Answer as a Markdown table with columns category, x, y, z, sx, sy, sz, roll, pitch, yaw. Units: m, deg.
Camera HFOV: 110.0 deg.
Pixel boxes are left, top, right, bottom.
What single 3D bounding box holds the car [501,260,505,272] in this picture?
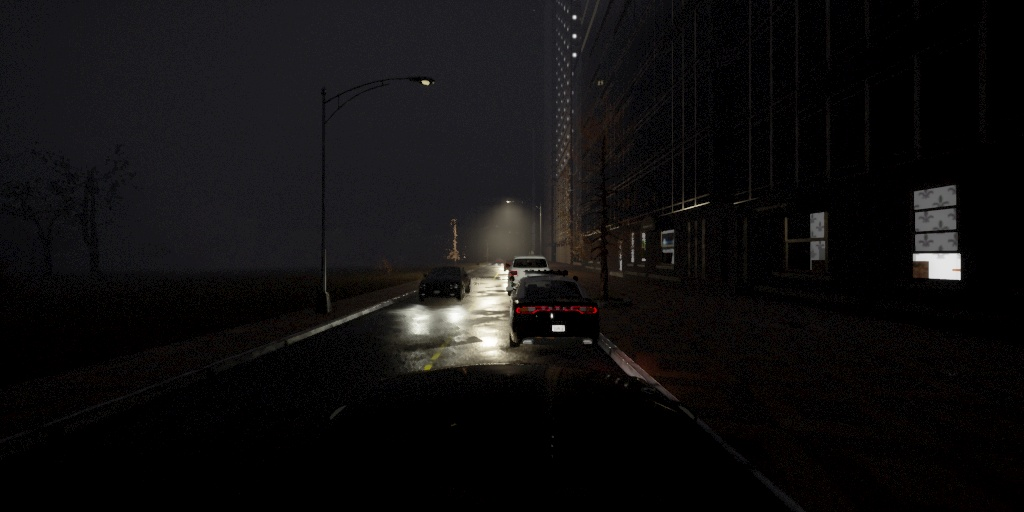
| category | x | y | z | sx | sy | sz | roll | pitch | yaw |
| --- | --- | --- | --- | --- | --- | --- | --- | --- | --- |
| car | -0.085 | 1.226 | 47.546 | 1.882 | 1.535 | 5.008 | 0 | 0 | 0 |

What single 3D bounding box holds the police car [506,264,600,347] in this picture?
| category | x | y | z | sx | sy | sz | roll | pitch | yaw |
| --- | --- | --- | --- | --- | --- | --- | --- | --- | --- |
| police car | 0.881 | 1.175 | 9.430 | 1.930 | 1.638 | 5.238 | 0 | 0 | 0 |

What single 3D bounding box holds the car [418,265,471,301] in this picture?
| category | x | y | z | sx | sy | sz | roll | pitch | yaw |
| --- | --- | --- | --- | --- | --- | --- | --- | --- | --- |
| car | -3.137 | 1.227 | 17.450 | 1.882 | 1.535 | 5.008 | 0 | 0 | 0 |

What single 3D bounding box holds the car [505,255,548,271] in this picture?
| category | x | y | z | sx | sy | sz | roll | pitch | yaw |
| --- | --- | --- | --- | --- | --- | --- | --- | --- | --- |
| car | 0.857 | 0.975 | 19.351 | 2.150 | 2.045 | 5.566 | 0 | 0 | 0 |
